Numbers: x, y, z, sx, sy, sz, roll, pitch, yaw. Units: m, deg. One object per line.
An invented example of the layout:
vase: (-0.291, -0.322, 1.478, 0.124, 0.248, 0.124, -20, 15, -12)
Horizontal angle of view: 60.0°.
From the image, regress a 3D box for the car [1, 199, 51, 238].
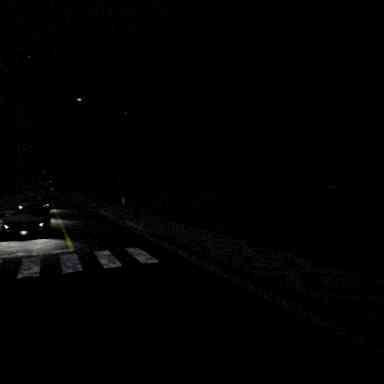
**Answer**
car: (-8.190, 1.325, 16.832, 2.033, 1.411, 5.357, -2, 1, -21)

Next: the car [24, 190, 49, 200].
car: (-12.086, 1.004, 25.632, 2.097, 1.767, 4.553, -2, 1, -23)

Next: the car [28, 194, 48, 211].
car: (-16.104, 1.045, 34.922, 1.812, 1.442, 4.674, -2, 1, -24)
